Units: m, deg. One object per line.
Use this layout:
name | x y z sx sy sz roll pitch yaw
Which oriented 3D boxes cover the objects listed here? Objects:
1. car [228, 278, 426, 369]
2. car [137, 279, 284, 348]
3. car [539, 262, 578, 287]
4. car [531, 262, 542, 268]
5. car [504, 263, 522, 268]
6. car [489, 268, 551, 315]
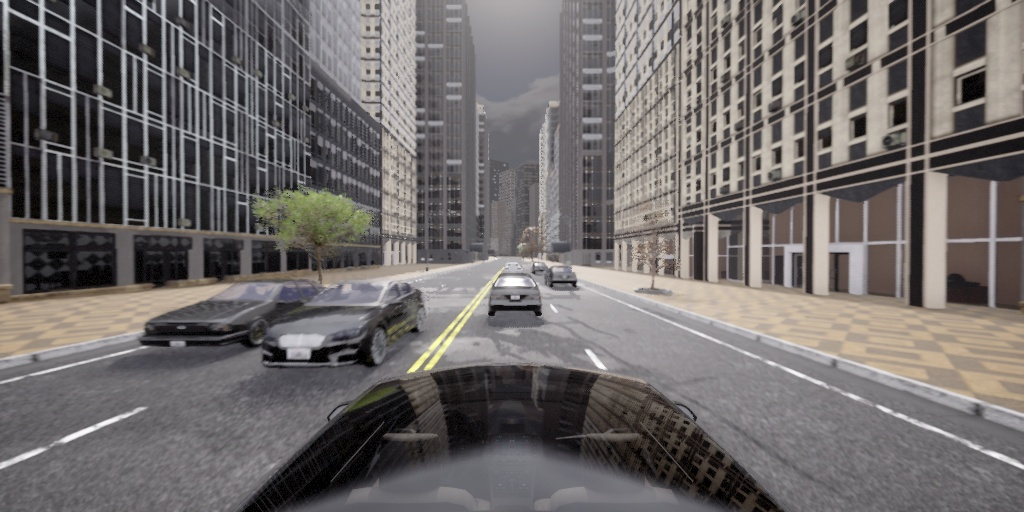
car | -3.295 1.268 8.035 2.128 1.511 4.902 0 0 1
car | -6.501 1.330 9.638 2.033 1.411 5.357 0 0 0
car | 3.347 1.393 25.323 2.033 1.411 5.357 0 0 0
car | 3.352 1.458 43.855 2.033 1.411 5.357 0 0 0
car | 0.103 1.415 37.752 1.812 1.442 4.674 0 0 0
car | 0.100 1.347 13.709 2.033 1.411 5.357 0 0 0
